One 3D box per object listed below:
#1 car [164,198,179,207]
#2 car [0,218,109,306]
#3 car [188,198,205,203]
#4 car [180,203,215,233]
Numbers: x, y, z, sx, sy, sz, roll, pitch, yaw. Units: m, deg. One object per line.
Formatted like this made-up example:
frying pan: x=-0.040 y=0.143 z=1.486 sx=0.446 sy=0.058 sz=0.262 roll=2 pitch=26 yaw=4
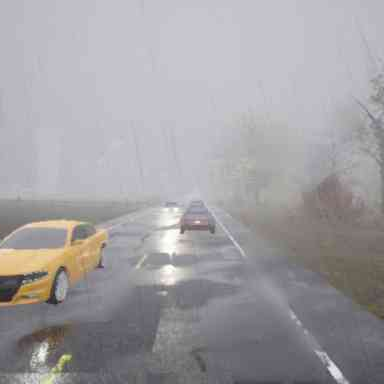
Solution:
car: x=-3.011 y=1.586 z=49.631 sx=1.895 sy=1.301 sz=4.718 roll=0 pitch=0 yaw=1
car: x=-3.512 y=1.474 z=8.294 sx=1.882 sy=1.535 sz=5.008 roll=0 pitch=0 yaw=1
car: x=0.569 y=1.479 z=41.495 sx=2.128 sy=1.511 sz=4.902 roll=0 pitch=0 yaw=1
car: x=0.316 y=1.558 z=19.635 sx=1.994 sy=1.385 sz=4.181 roll=0 pitch=0 yaw=1
